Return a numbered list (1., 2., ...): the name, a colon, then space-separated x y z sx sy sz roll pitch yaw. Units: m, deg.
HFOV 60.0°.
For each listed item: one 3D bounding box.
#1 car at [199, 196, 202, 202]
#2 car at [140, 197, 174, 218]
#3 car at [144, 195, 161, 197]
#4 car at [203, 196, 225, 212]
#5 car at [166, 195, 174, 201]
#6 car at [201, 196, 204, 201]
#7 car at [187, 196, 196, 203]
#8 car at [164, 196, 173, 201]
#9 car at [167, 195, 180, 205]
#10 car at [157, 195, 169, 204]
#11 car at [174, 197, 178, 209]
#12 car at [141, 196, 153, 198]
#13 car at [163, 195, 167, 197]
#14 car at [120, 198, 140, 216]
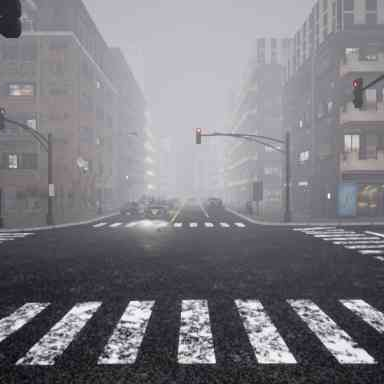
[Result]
1. car: 2.606 1.599 54.966 1.802 1.307 4.206 0 0 0
2. car: -3.138 1.497 30.656 2.128 1.511 4.902 0 0 1
3. car: -5.758 1.326 43.586 2.192 1.841 5.009 0 0 0
4. car: 2.632 1.448 37.919 1.967 1.590 4.097 0 0 0
5. car: -5.828 1.595 89.045 2.008 1.369 4.403 0 0 0
6. car: 2.623 1.451 43.601 1.967 1.590 4.097 0 0 0
7. car: -0.065 1.539 70.643 2.128 1.511 4.902 0 0 0
8. car: -5.819 1.589 83.362 2.008 1.369 4.403 0 0 0
9. car: -3.139 1.585 60.145 1.994 1.385 4.181 0 0 0
10. car: -5.793 1.465 66.316 1.967 1.590 4.097 0 0 0
11. car: -3.167 1.611 42.860 1.895 1.301 4.718 0 0 0
12. car: -5.748 1.534 37.734 1.752 1.417 4.829 0 0 0
13. car: -5.775 1.457 54.951 1.967 1.590 4.097 0 0 0
14. car: -5.739 1.572 32.221 1.947 1.339 4.313 0 0 0
